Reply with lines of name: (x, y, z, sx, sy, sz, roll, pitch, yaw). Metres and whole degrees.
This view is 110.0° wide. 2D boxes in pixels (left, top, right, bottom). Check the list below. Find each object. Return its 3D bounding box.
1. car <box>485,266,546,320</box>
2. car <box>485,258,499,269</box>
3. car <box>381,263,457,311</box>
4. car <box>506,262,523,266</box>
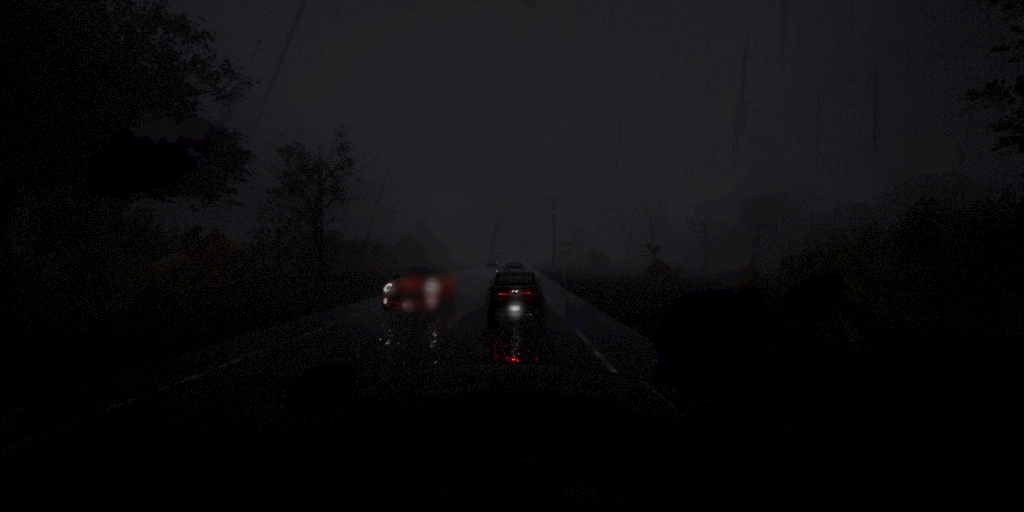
car: (0.118, 1.260, 12.572, 1.837, 1.490, 4.892, 0, 0, 0)
car: (-3.204, 1.129, 58.487, 2.097, 1.767, 4.553, 0, 0, 1)
car: (-3.576, 1.107, 14.516, 2.097, 1.767, 4.553, 0, 0, 0)
car: (0.198, 1.268, 30.707, 1.837, 1.490, 4.892, 0, 0, 0)
